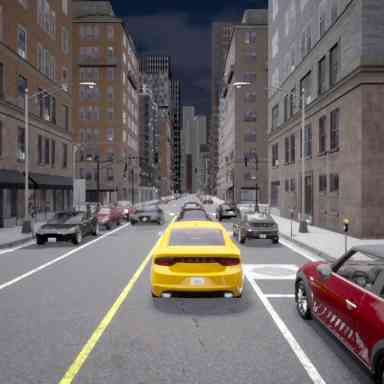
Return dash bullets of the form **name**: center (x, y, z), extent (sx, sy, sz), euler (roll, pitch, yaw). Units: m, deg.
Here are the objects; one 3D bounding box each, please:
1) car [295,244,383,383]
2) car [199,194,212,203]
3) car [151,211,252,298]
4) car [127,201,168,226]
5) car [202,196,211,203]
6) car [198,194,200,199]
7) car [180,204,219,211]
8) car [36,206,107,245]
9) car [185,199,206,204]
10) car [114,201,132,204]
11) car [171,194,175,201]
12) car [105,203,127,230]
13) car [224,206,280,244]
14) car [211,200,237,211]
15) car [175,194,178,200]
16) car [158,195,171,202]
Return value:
- **car**: center (2.859, 1.440, 4.621), extent (1.967, 1.590, 4.097), euler (0, 0, 0)
- **car**: center (2.934, 1.484, 63.717), extent (1.967, 1.590, 4.097), euler (0, 0, 0)
- **car**: center (0.101, 1.478, 8.552), extent (1.882, 1.535, 5.008), euler (0, 0, 0)
- **car**: center (-3.024, 1.567, 23.300), extent (1.994, 1.385, 4.181), euler (0, 0, 1)
- **car**: center (2.949, 1.579, 69.296), extent (1.752, 1.417, 4.829), euler (0, 0, 0)
- **car**: center (2.962, 1.616, 74.535), extent (2.008, 1.369, 4.403), euler (0, 0, 0)
- **car**: center (0.119, 1.565, 17.545), extent (1.994, 1.385, 4.181), euler (0, 0, 0)
- **car**: center (-5.658, 1.567, 15.630), extent (1.947, 1.339, 4.313), euler (0, 0, 0)
- **car**: center (0.019, 1.529, 26.356), extent (1.812, 1.442, 4.674), euler (0, 0, 2)
- **car**: center (-5.651, 1.443, 26.633), extent (1.967, 1.590, 4.097), euler (0, 0, 0)
- **car**: center (-5.562, 1.616, 74.553), extent (2.008, 1.369, 4.403), euler (0, 0, 0)
- **car**: center (-5.655, 1.584, 21.132), extent (1.802, 1.307, 4.206), euler (0, 0, 0)
- **car**: center (2.867, 1.552, 15.624), extent (2.008, 1.369, 4.403), euler (0, 0, 0)
- **car**: center (2.875, 1.569, 26.627), extent (1.947, 1.339, 4.313), euler (0, 0, 0)
- **car**: center (-5.523, 1.637, 90.608), extent (1.752, 1.417, 4.829), euler (0, 0, 0)
- **car**: center (-5.590, 1.625, 63.736), extent (1.802, 1.307, 4.206), euler (0, 0, 0)
